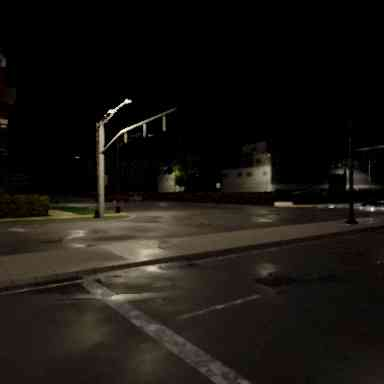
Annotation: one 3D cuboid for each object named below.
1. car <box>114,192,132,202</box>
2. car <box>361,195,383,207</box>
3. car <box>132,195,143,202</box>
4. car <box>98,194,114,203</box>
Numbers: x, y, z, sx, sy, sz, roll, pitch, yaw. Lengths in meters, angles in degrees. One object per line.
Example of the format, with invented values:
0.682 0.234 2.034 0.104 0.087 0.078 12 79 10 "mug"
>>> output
-14.934 1.043 68.251 2.150 2.045 5.566 0 0 -34 "car"
24.787 1.185 44.834 4.892 1.490 1.837 0 0 -34 "car"
-11.812 1.317 69.883 1.812 1.442 4.674 0 0 -34 "car"
-17.687 1.406 66.094 1.994 1.385 4.181 0 0 -34 "car"
